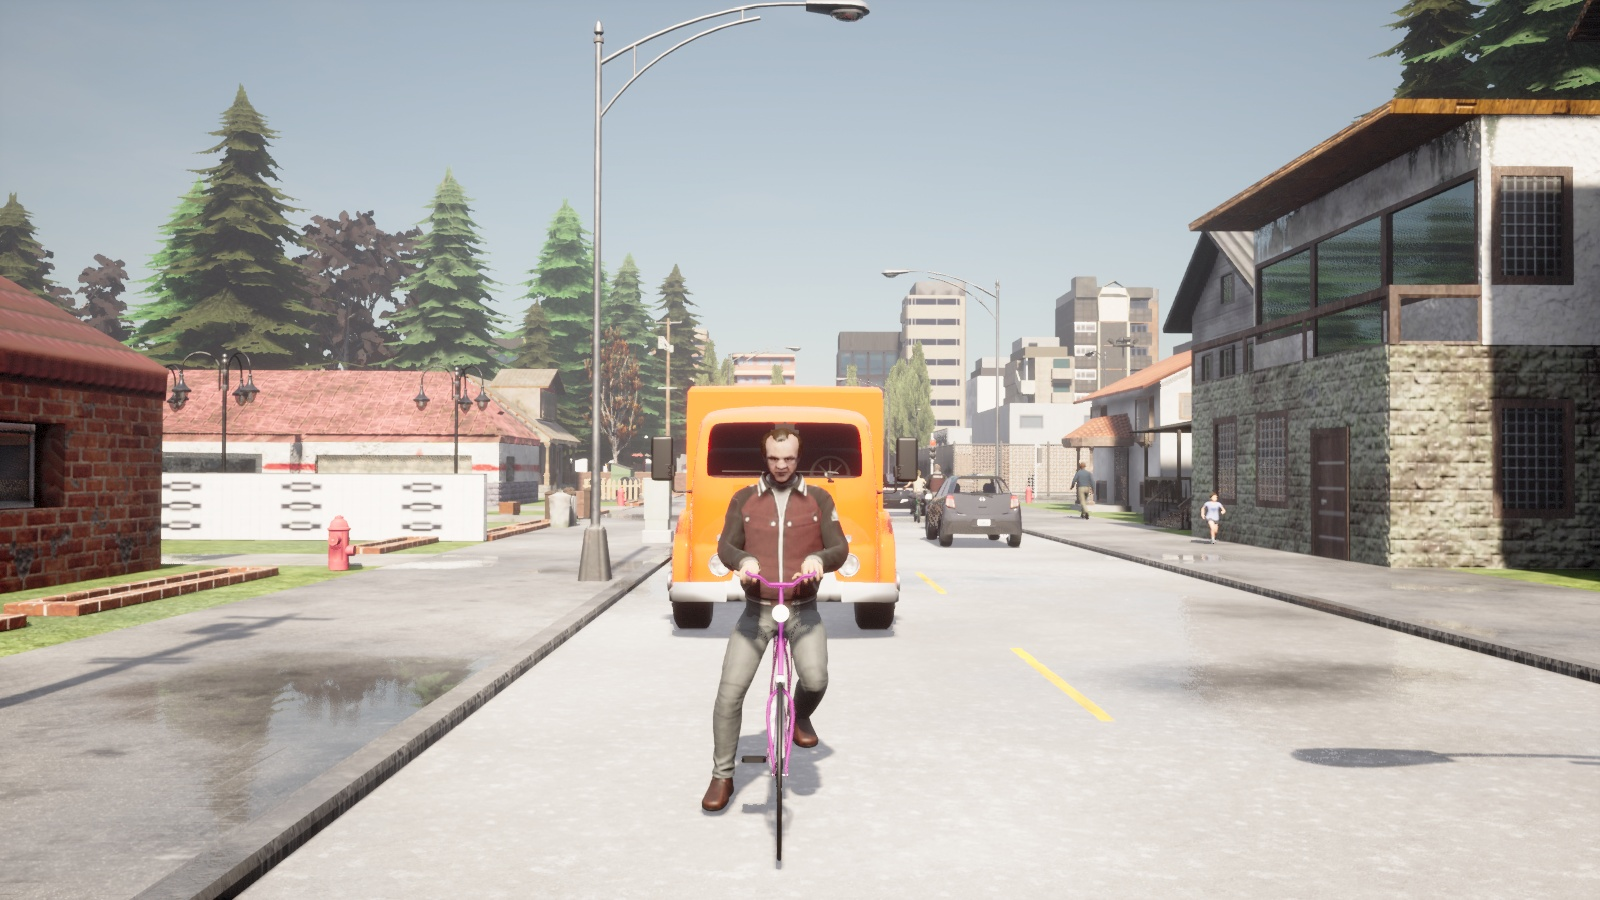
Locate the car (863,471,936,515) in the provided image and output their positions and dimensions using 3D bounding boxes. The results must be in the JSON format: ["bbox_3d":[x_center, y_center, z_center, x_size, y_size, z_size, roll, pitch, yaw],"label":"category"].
[{"bbox_3d":[3.519,1.516,45.323,2.128,1.511,4.902,0,-1,-1],"label":"car"}]

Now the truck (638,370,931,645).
[{"bbox_3d":[-0.168,0.562,13.922,2.627,2.467,5.204,0,-1,-1],"label":"truck"}]

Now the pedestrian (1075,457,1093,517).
[{"bbox_3d":[8.812,1.142,39.003,0.370,1.835,0.726,0,-1,-3],"label":"pedestrian"}]

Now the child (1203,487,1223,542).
[{"bbox_3d":[8.345,1.296,25.363,0.255,1.110,0.394,0,-1,-1],"label":"child"}]

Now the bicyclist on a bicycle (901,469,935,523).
[{"bbox_3d":[3.580,1.378,38.293,0.866,1.612,1.509,0,-1,-1],"label":"bicyclist on a bicycle"}]

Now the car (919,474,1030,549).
[{"bbox_3d":[3.697,1.269,27.173,1.845,1.501,3.633,0,-1,-1],"label":"car"}]

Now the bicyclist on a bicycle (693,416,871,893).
[{"bbox_3d":[-0.079,0.780,5.614,0.659,1.776,1.843,0,-1,-1],"label":"bicyclist on a bicycle"}]
